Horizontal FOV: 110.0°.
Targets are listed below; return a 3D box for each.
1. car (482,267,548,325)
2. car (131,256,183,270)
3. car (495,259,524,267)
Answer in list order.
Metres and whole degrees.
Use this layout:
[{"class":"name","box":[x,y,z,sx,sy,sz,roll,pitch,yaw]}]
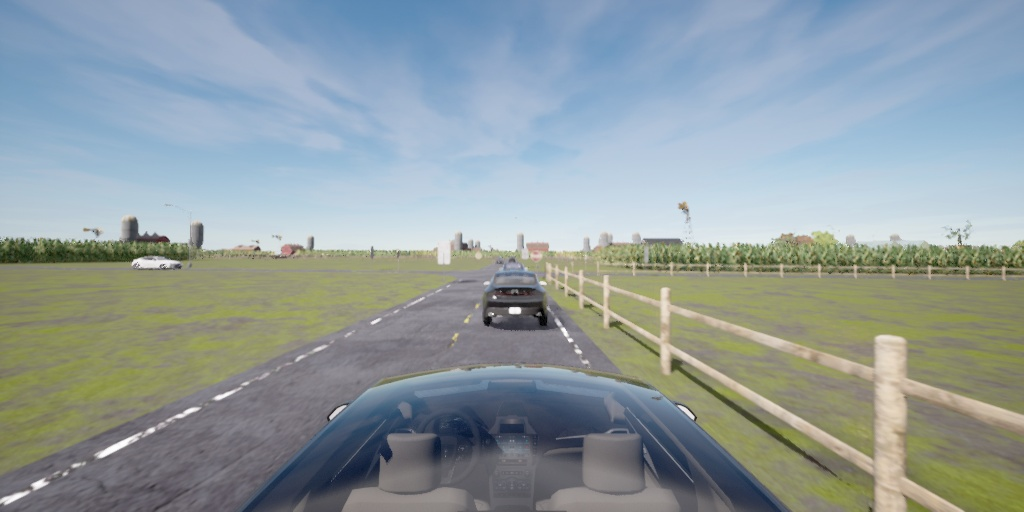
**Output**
[{"class":"car","box":[0.100,1.229,11.690,1.837,1.490,4.892,0,-1,1]},{"class":"car","box":[-38.656,0.765,39.084,4.674,1.442,1.812,1,-1,0]},{"class":"car","box":[0.104,1.189,24.948,2.128,1.511,4.902,0,0,0]}]
